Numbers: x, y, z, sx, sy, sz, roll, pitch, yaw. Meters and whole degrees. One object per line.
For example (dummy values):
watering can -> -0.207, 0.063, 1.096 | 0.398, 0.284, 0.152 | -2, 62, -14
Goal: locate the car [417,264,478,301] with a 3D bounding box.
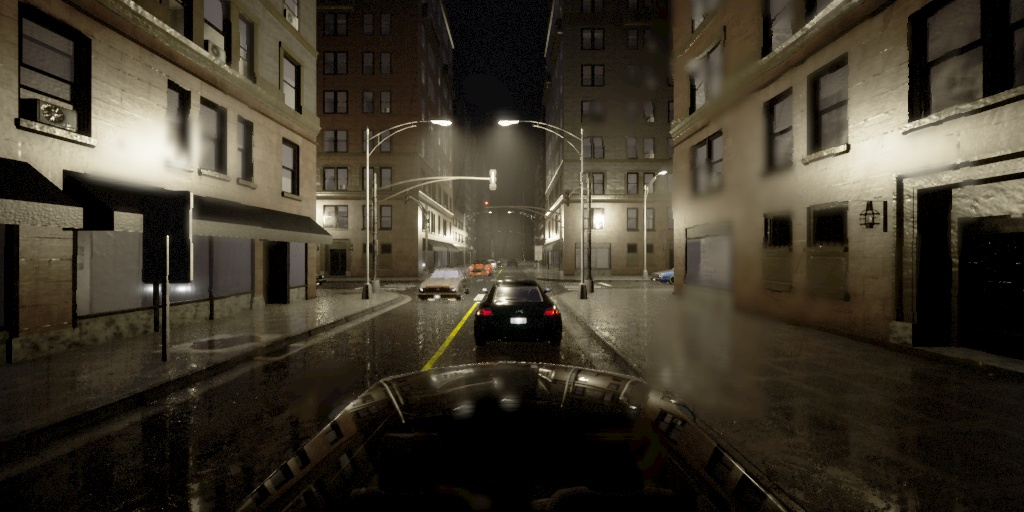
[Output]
car -> -3.101, 1.297, 17.526 | 2.033, 1.411, 5.357 | 0, 0, 0

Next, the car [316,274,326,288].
car -> -14.028, 1.387, 21.829 | 4.718, 1.301, 1.895 | 0, 0, 0

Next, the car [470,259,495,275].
car -> -3.102, 1.100, 35.913 | 2.097, 1.767, 4.553 | 0, 0, 0

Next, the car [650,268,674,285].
car -> 12.613, 1.261, 25.119 | 5.357, 1.411, 2.033 | 0, 0, 0

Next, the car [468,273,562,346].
car -> 0.113, 1.314, 9.458 | 1.994, 1.385, 4.181 | 0, 0, -1

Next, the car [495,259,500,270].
car -> -3.093, 1.270, 50.891 | 1.812, 1.442, 4.674 | 0, 0, 0
